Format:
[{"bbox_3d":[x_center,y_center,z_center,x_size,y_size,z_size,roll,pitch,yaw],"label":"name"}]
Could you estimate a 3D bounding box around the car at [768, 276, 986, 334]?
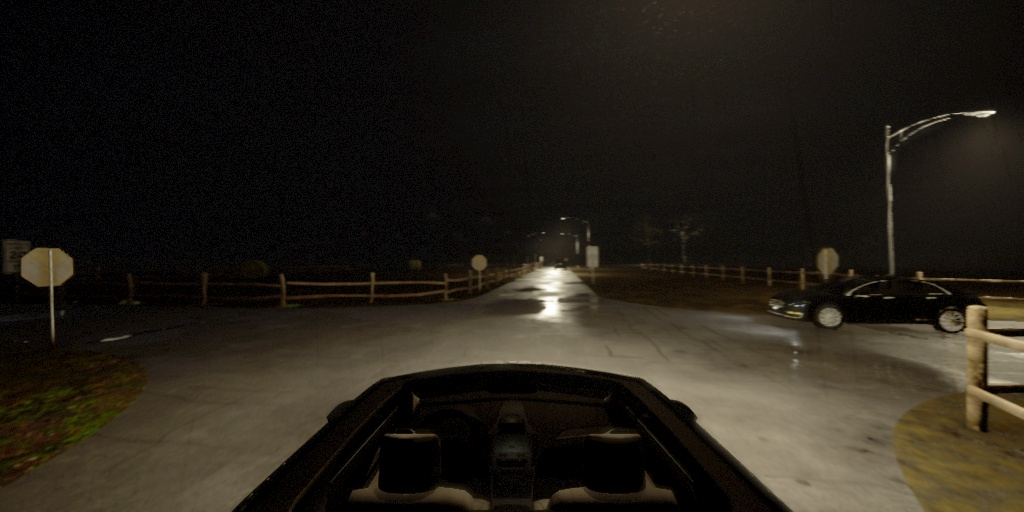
[{"bbox_3d":[10.546,1.351,10.689,4.892,1.490,1.837,0,0,10],"label":"car"}]
